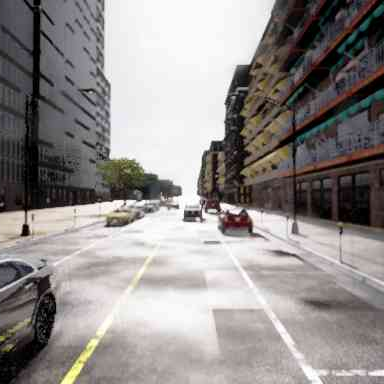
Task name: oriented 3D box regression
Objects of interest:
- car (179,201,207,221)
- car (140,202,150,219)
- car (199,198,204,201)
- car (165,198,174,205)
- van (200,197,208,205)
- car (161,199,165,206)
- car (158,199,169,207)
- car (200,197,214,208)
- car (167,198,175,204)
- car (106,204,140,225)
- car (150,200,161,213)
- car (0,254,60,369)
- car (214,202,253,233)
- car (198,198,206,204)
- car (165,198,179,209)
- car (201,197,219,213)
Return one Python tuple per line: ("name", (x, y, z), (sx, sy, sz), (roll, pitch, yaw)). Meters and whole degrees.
("car", (0.087, 1.893, 31.446), (2.033, 1.411, 5.357), (0, -1, 0))
("car", (-5.688, 1.910, 32.763), (2.008, 1.369, 4.403), (1, -1, 0))
("car", (0.059, 1.954, 42.651), (2.128, 1.511, 4.902), (0, 0, 0))
("car", (-5.667, 2.299, 83.574), (1.967, 1.590, 4.097), (1, -1, 0))
("van", (2.688, 2.148, 77.962), (1.690, 1.788, 3.998), (1, -1, 0))
("car", (-5.690, 2.083, 49.700), (2.008, 1.369, 4.403), (1, -1, 0))
("car", (-5.695, 2.139, 66.637), (1.967, 1.590, 4.097), (1, -1, 0))
("car", (2.691, 1.960, 61.024), (2.192, 1.841, 5.009), (1, -1, 0))
("car", (-5.662, 2.350, 89.221), (1.967, 1.590, 4.097), (1, -1, 0))
("car", (-5.686, 1.822, 26.946), (1.752, 1.417, 4.829), (1, -1, 0))
("car", (-5.689, 2.026, 44.053), (2.008, 1.369, 4.403), (1, -1, 0))
("car", (-3.101, 1.533, 3.626), (2.128, 1.511, 4.902), (0, -1, 0))
("car", (2.696, 1.679, 21.503), (1.967, 1.590, 4.097), (1, -1, 0))
("car", (2.684, 2.456, 89.254), (1.887, 1.381, 4.507), (1, -1, 0))
("car", (-3.054, 2.144, 54.496), (1.994, 1.385, 4.181), (0, -1, 0))
("car", (2.694, 1.792, 44.086), (2.192, 1.841, 5.009), (1, -1, 0))
